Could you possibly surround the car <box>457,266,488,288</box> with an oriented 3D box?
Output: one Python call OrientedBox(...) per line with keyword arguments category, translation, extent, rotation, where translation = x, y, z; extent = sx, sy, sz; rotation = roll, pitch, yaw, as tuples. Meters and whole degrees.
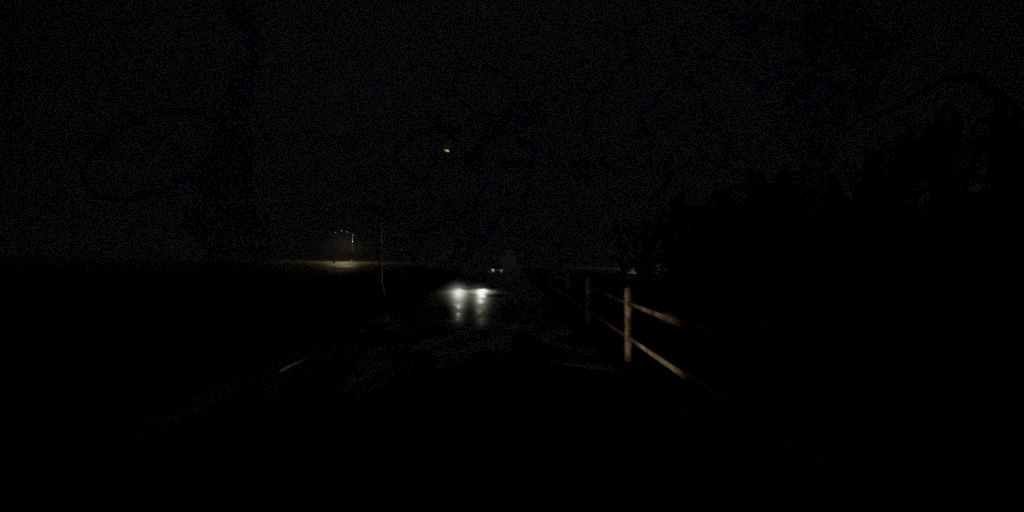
OrientedBox(category="car", translation=(-2.848, 1.469, 26.686), extent=(1.882, 1.535, 5.008), rotation=(0, 0, 0))
